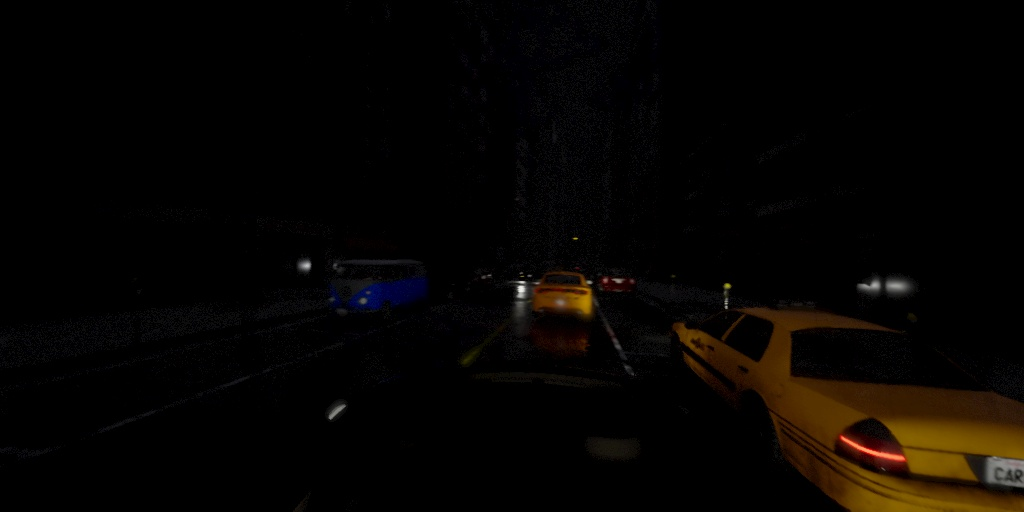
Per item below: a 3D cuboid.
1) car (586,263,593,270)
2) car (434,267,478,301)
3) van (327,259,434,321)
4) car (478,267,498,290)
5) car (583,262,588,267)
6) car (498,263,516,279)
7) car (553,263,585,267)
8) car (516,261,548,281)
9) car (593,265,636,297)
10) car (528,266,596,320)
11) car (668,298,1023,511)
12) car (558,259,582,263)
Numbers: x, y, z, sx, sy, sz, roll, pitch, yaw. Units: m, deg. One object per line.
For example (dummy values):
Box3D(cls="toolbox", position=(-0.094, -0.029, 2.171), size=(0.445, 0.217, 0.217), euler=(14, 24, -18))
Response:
Box3D(cls="car", position=(7.928, 1.605, 31.973), size=(2.007, 1.370, 4.403), euler=(0, 0, 10))
Box3D(cls="car", position=(-3.295, 1.269, 17.175), size=(1.948, 1.339, 4.313), euler=(0, 0, 10))
Box3D(cls="van", position=(-4.238, 1.003, 11.755), size=(1.690, 1.789, 3.998), euler=(0, 0, 10))
Box3D(cls="car", position=(-2.352, 1.327, 22.595), size=(1.802, 1.307, 4.207), euler=(0, 0, 10))
Box3D(cls="car", position=(9.814, 1.705, 42.812), size=(1.948, 1.339, 4.313), euler=(0, 0, 10))
Box3D(cls="car", position=(-0.467, 1.395, 33.434), size=(1.948, 1.339, 4.313), euler=(0, 0, 10))
Box3D(cls="car", position=(4.504, 1.513, 28.261), size=(1.994, 1.385, 4.181), euler=(2, 0, 10))
Box3D(cls="car", position=(1.850, 1.392, 31.593), size=(1.837, 1.490, 4.892), euler=(2, 0, 10))
Box3D(cls="car", position=(6.044, 1.410, 21.133), size=(1.967, 1.591, 4.097), euler=(0, 0, 10))
Box3D(cls="car", position=(1.915, 1.313, 13.383), size=(1.882, 1.535, 5.008), euler=(2, -1, 10))
Box3D(cls="car", position=(3.501, 1.310, 4.691), size=(1.801, 1.575, 5.366), euler=(2, 0, 10))
Box3D(cls="car", position=(7.018, 1.417, 43.264), size=(2.097, 1.767, 4.553), euler=(2, 0, 10))
